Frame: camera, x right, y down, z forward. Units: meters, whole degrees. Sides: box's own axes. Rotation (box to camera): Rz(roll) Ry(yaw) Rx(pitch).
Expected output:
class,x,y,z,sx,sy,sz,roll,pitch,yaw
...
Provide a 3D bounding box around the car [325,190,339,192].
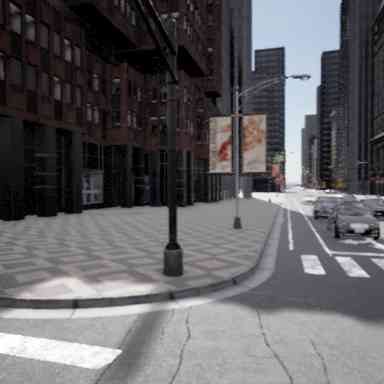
class,x,y,z,sx,sy,sz,roll,pitch,yaw
car,20.002,0.772,47.476,2.150,2.045,5.566,0,0,16

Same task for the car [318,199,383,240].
class,x,y,z,sx,sy,sz,roll,pitch,yaw
car,7.661,1.327,16.222,2.128,1.511,4.902,0,1,16

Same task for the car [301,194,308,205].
class,x,y,z,sx,sy,sz,roll,pitch,yaw
car,16.777,1.065,48.036,1.812,1.442,4.674,0,0,16

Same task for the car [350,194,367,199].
class,x,y,z,sx,sy,sz,roll,pitch,yaw
car,16.309,1.230,34.429,1.994,1.385,4.181,0,1,16

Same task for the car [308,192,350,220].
class,x,y,z,sx,sy,sz,roll,pitch,yaw
car,10.199,1.104,25.074,2.097,1.767,4.553,0,1,16

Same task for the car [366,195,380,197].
class,x,y,z,sx,sy,sz,roll,pitch,yaw
car,21.158,1.113,39.240,2.128,1.511,4.902,0,0,16

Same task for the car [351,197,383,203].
class,x,y,z,sx,sy,sz,roll,pitch,yaw
car,13.553,1.318,24.974,1.994,1.385,4.181,0,1,17
